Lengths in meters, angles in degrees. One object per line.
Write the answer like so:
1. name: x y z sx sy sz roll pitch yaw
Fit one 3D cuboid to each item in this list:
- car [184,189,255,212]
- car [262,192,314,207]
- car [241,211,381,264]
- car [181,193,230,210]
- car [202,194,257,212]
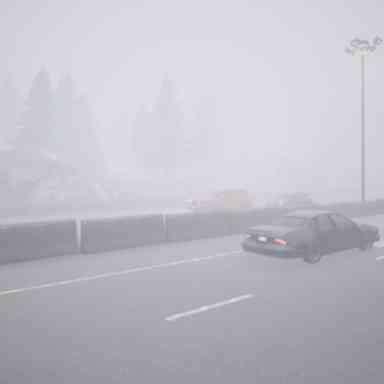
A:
1. car: 2.372 0.781 27.173 5.566 2.045 2.150 -2 1 -35
2. car: 7.667 0.796 26.647 4.553 1.767 2.097 -2 1 -35
3. car: 4.045 1.322 10.926 5.357 1.411 2.033 -2 1 -35
4. car: 1.463 0.925 35.118 5.008 1.535 1.882 -2 1 -35
5. car: 3.740 0.987 32.446 5.357 1.411 2.033 -2 1 -35
